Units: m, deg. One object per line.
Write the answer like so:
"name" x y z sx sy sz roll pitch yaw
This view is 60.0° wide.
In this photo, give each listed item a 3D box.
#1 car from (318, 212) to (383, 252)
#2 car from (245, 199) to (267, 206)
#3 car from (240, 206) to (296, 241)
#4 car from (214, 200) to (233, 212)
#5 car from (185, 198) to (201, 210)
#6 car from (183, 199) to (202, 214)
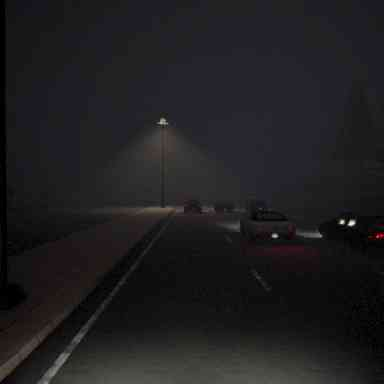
"car" 7.102 1.547 13.856 2.033 1.411 5.357 0 0 0
"car" 7.102 1.502 36.927 1.837 1.490 4.892 0 -1 0
"car" 3.602 1.601 16.676 1.895 1.301 4.718 0 0 0
"car" 3.602 1.601 38.587 1.895 1.301 4.718 0 0 0
"car" 0.103 1.564 44.603 1.994 1.385 4.181 0 0 0
"car" 0.097 1.526 35.848 1.812 1.442 4.674 0 0 0
